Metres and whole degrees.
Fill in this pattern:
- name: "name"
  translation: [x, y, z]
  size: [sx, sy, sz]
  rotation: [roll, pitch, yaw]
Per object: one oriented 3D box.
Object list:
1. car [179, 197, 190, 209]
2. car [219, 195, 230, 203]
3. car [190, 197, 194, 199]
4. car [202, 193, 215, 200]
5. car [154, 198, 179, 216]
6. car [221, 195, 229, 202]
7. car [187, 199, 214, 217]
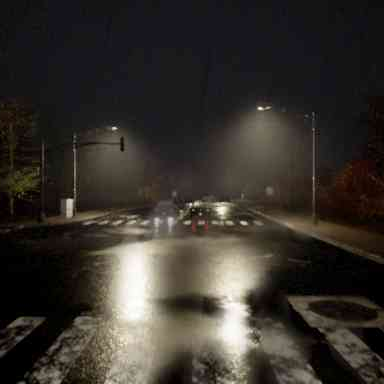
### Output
- name: "car"
  translation: [-1.849, 1.539, 44.681]
  size: [2.033, 1.411, 5.357]
  rotation: [0, 0, 4]
- name: "car"
  translation: [6.549, 1.303, 66.729]
  size: [2.097, 1.767, 4.553]
  rotation: [0, 0, 6]
- name: "car"
  translation: [-0.594, 1.569, 60.622]
  size: [1.895, 1.301, 4.718]
  rotation: [0, 0, 5]
- name: "car"
  translation: [3.272, 1.173, 66.629]
  size: [2.150, 2.045, 5.566]
  rotation: [0, 0, 6]
- name: "car"
  translation: [-2.564, 1.549, 32.418]
  size: [2.033, 1.411, 5.357]
  rotation: [0, 0, -1]
- name: "car"
  translation: [7.573, 1.444, 76.858]
  size: [1.812, 1.442, 4.674]
  rotation: [0, 0, 6]
- name: "car"
  translation: [0.832, 1.603, 30.737]
  size: [1.895, 1.301, 4.718]
  rotation: [0, 0, 3]
